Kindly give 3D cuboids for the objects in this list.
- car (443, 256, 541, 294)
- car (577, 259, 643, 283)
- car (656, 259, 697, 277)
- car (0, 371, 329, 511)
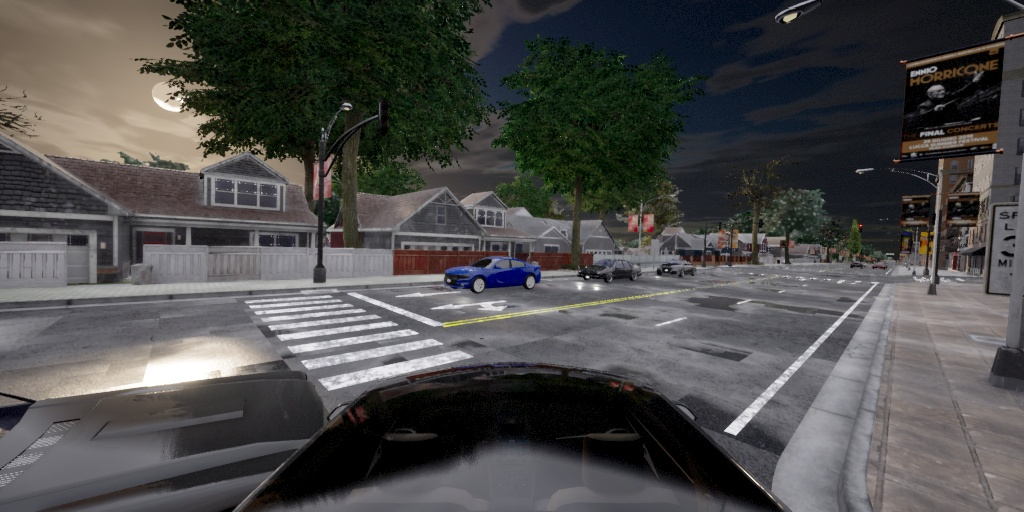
[{"bbox_3d":[-0.789,0.770,16.656,5.008,1.535,1.882,0,3,-43],"label":"car"},{"bbox_3d":[6.529,0.900,23.415,5.357,1.411,2.033,0,3,-43],"label":"car"},{"bbox_3d":[13.878,0.980,30.175,4.181,1.385,1.994,0,3,-43],"label":"car"},{"bbox_3d":[-3.322,1.279,1.524,4.718,1.301,1.895,1,2,-33],"label":"car"}]
